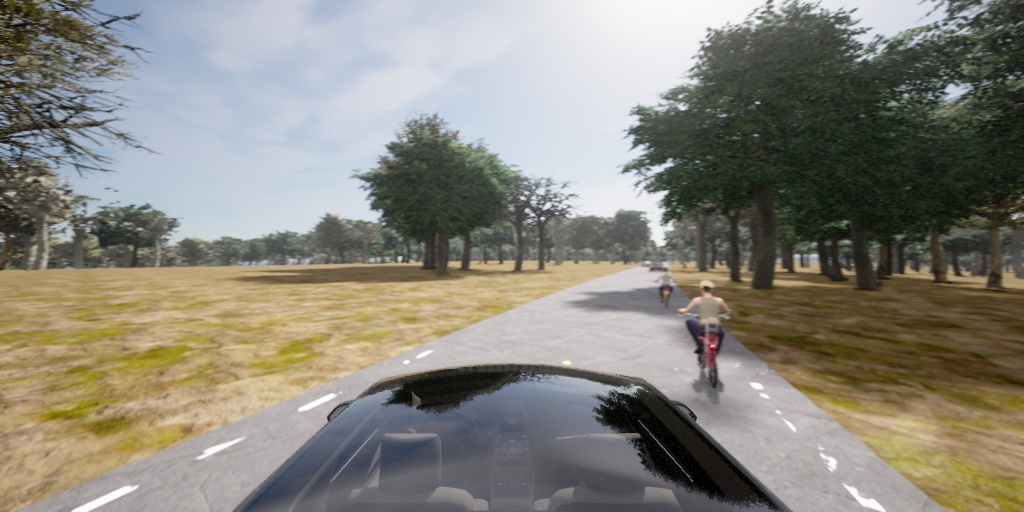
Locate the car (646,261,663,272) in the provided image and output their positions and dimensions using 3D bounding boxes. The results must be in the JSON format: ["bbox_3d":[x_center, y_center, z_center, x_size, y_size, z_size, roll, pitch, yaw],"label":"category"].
[{"bbox_3d":[22.229,1.769,55.403,1.895,1.301,4.718,-1,-1,23],"label":"car"}]

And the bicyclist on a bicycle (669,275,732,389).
[{"bbox_3d":[3.181,1.193,5.878,0.866,1.612,1.509,-1,-1,19],"label":"bicyclist on a bicycle"}]

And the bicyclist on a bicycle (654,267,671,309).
[{"bbox_3d":[6.155,1.256,14.332,0.866,1.612,1.509,-1,-1,21],"label":"bicyclist on a bicycle"}]
